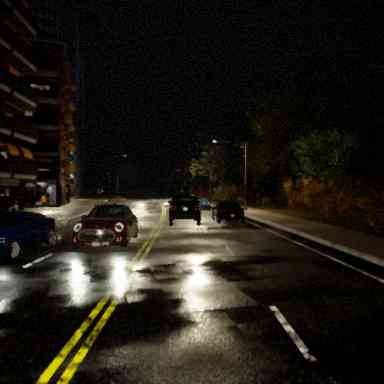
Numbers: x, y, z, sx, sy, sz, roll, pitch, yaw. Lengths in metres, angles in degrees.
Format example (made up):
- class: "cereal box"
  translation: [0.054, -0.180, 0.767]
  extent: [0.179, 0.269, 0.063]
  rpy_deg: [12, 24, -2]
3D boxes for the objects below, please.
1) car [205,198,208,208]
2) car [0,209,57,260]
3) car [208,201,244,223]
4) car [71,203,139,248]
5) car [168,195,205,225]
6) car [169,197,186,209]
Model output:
- class: "car"
  translation: [1.262, 1.484, 44.186]
  extent: [2.033, 1.411, 5.357]
  rpy_deg: [0, 0, -5]
- class: "car"
  translation: [-6.816, 1.469, 12.581]
  extent: [1.882, 1.535, 5.008]
  rpy_deg: [0, 0, -2]
- class: "car"
  translation: [2.627, 1.446, 25.066]
  extent: [1.882, 1.535, 5.008]
  rpy_deg: [0, 0, -3]
- class: "car"
  translation: [-3.624, 1.338, 14.568]
  extent: [2.097, 1.767, 4.553]
  rpy_deg: [0, 0, -2]
- class: "car"
  translation: [-0.566, 1.194, 24.161]
  extent: [2.150, 2.045, 5.566]
  rpy_deg: [0, 0, -3]
- class: "car"
  translation: [-2.071, 1.486, 45.031]
  extent: [2.033, 1.411, 5.357]
  rpy_deg: [0, 0, -5]
